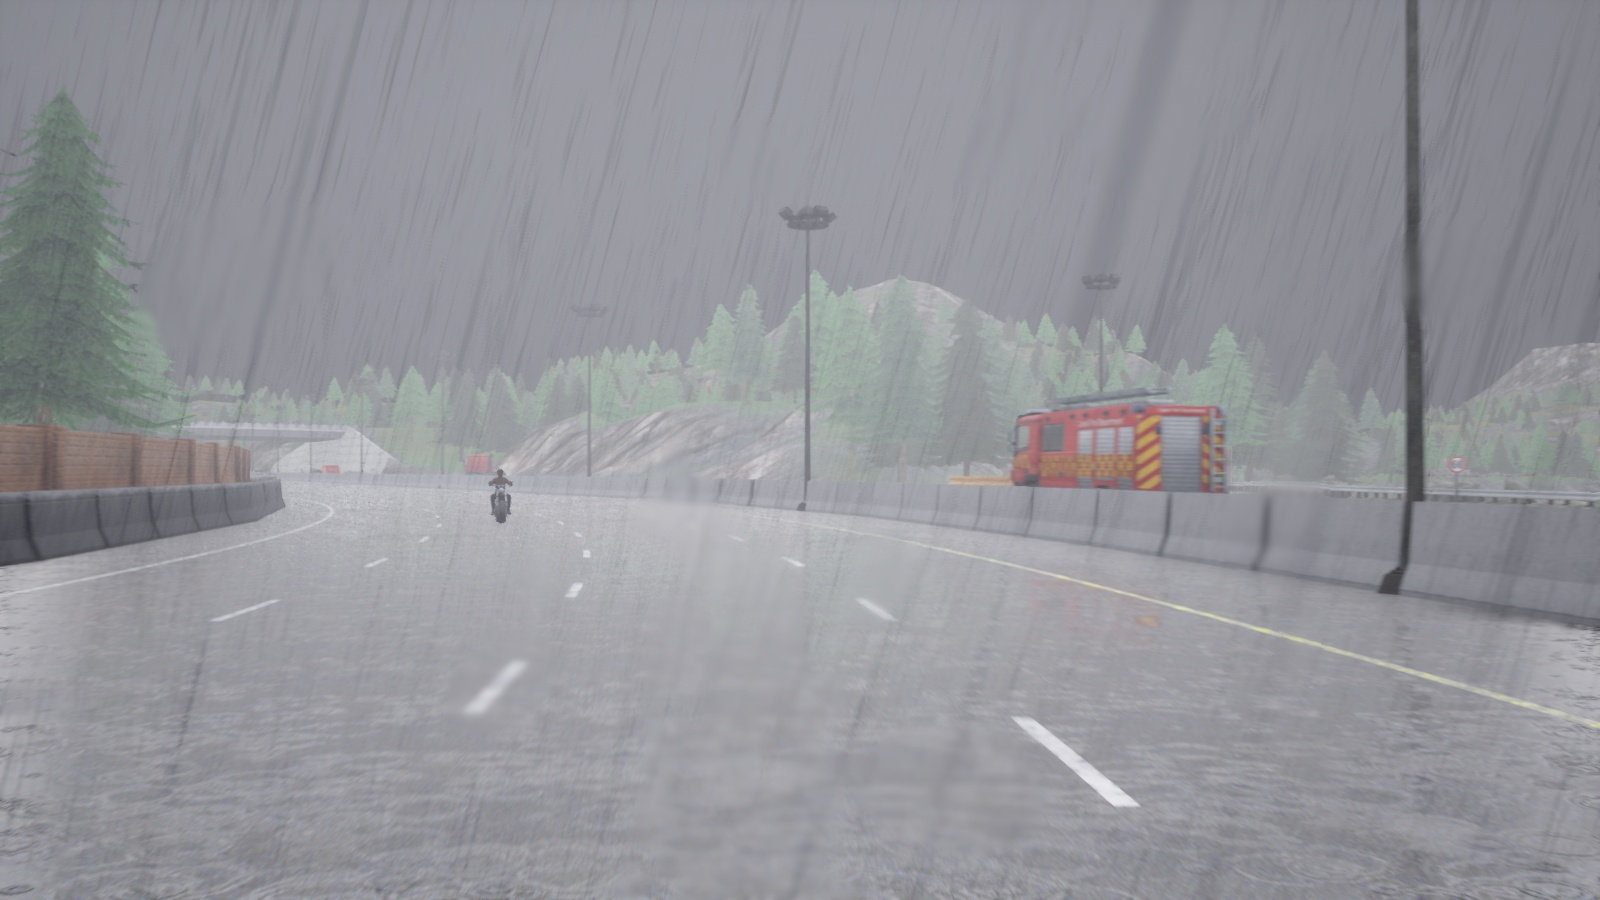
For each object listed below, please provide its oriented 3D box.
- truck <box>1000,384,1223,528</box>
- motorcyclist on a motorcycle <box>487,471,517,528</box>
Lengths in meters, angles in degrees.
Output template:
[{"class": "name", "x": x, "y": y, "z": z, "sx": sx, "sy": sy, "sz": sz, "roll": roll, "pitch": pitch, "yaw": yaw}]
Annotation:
[{"class": "truck", "x": 9.077, "y": 0.224, "z": 37.912, "sx": 2.891, "sy": 3.827, "sz": 8.468, "roll": 0, "pitch": -1, "yaw": -14}, {"class": "motorcyclist on a motorcycle", "x": -8.918, "y": 1.448, "z": 37.533, "sx": 0.766, "sy": 1.649, "sz": 2.350, "roll": -1, "pitch": -1, "yaw": -16}]
